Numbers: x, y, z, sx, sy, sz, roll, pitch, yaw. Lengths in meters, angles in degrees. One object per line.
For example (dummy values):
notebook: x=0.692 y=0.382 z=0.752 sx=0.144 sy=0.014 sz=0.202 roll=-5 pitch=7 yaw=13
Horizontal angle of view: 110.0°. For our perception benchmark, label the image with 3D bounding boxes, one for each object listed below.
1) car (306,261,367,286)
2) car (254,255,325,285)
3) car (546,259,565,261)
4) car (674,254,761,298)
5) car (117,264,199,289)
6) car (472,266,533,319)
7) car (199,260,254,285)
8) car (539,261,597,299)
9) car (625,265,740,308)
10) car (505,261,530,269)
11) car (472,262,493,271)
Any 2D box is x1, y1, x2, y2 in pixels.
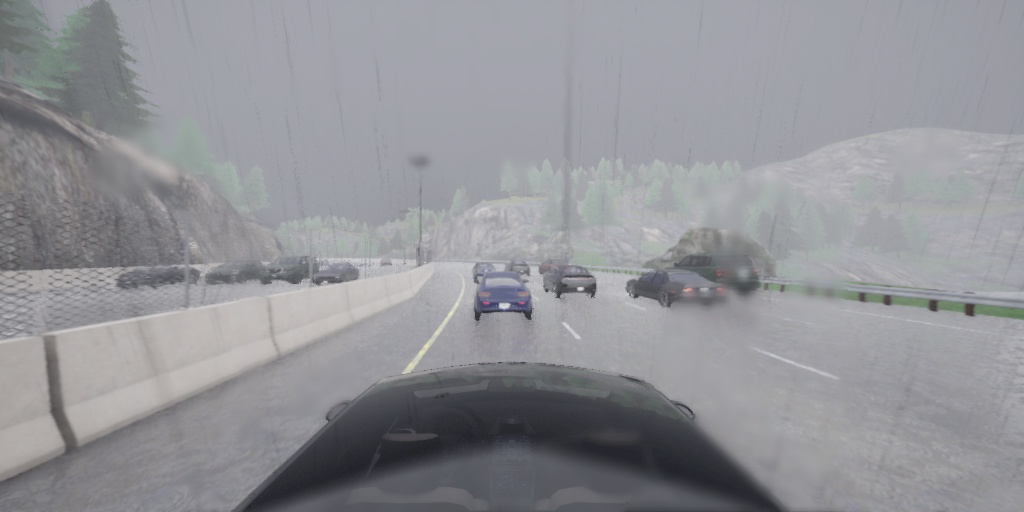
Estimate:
car: x=-12.432 y=1.282 z=25.830 sx=2.033 sy=1.411 sz=5.357 roll=0 pitch=0 yaw=-8
car: x=-16.050 y=0.967 z=26.287 sx=2.150 sy=2.045 sz=5.566 roll=0 pitch=0 yaw=-9
car: x=4.019 y=1.027 z=34.574 sx=2.097 sy=1.767 sz=4.553 roll=0 pitch=0 yaw=-10
car: x=9.766 y=0.914 z=18.145 sx=2.150 sy=2.045 sz=5.566 roll=0 pitch=0 yaw=-5
car: x=-22.711 y=1.258 z=23.310 sx=2.128 sy=1.511 sz=4.902 roll=0 pitch=0 yaw=-8
car: x=-0.368 y=1.255 z=12.575 sx=1.812 sy=1.442 sz=4.674 roll=0 pitch=0 yaw=-4
car: x=-19.525 y=1.105 z=25.746 sx=2.097 sy=1.767 sz=4.553 roll=0 pitch=0 yaw=-9
car: x=2.743 y=1.203 z=17.870 sx=2.128 sy=1.511 sz=4.902 roll=0 pitch=0 yaw=-5
car: x=6.536 y=1.254 z=14.919 sx=2.033 sy=1.411 sz=5.357 roll=0 pitch=0 yaw=-4
car: x=0.472 y=1.175 z=34.614 sx=2.128 sy=1.511 sz=4.902 roll=0 pitch=0 yaw=-10
car: x=-2.467 y=1.245 z=31.354 sx=2.033 sy=1.411 sz=5.357 roll=0 pitch=0 yaw=-10
